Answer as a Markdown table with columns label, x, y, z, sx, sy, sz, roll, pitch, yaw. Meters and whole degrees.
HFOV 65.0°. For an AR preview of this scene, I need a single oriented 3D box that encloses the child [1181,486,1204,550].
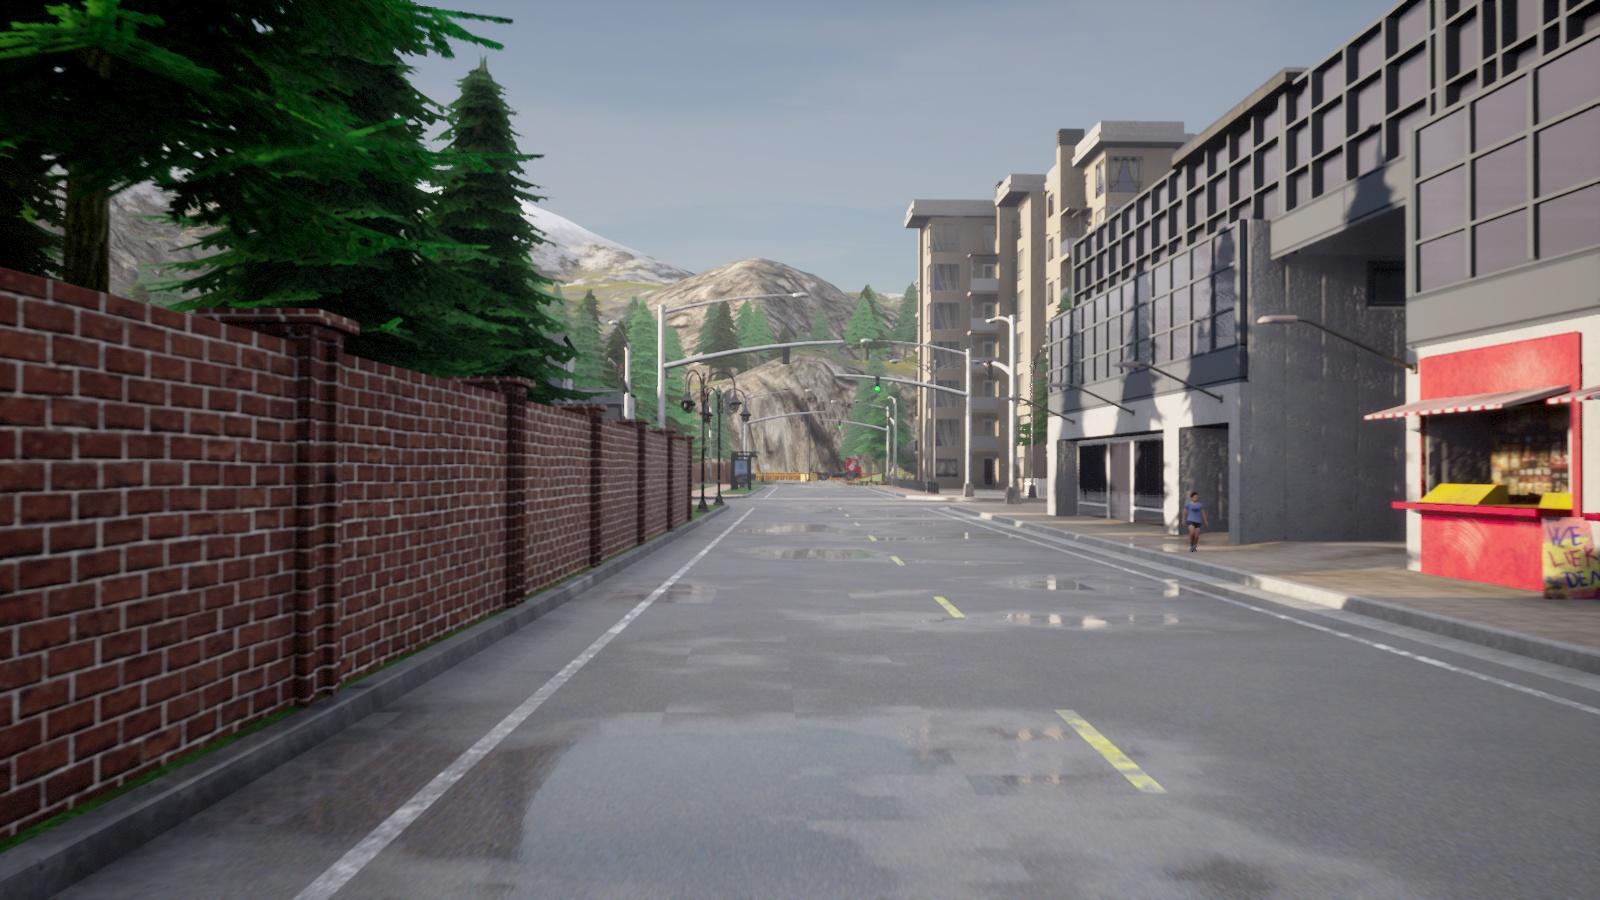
| label | x | y | z | sx | sy | sz | roll | pitch | yaw |
| --- | --- | --- | --- | --- | --- | --- | --- | --- | --- |
| child | 6.903 | 1.185 | 22.110 | 0.255 | 1.110 | 0.394 | 0 | -1 | -3 |
